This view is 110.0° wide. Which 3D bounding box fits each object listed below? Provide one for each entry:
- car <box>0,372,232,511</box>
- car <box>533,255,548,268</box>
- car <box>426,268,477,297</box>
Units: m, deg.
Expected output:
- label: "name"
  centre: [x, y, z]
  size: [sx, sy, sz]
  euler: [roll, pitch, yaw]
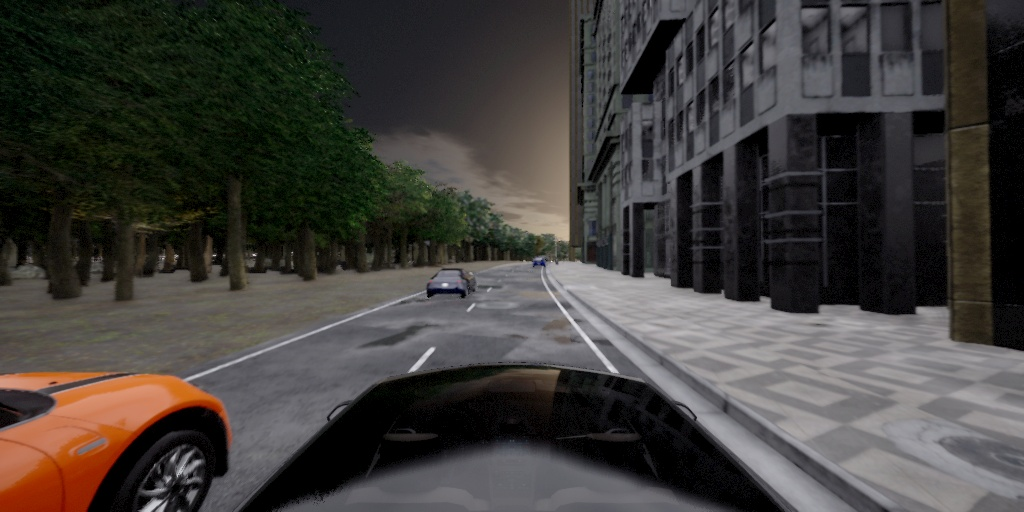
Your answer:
- label: "car"
  centre: [-3.372, 1.097, 1.088]
  size: [2.097, 1.767, 4.553]
  euler: [0, 0, 0]
- label: "car"
  centre: [4.169, 0.961, 54.784]
  size: [1.882, 1.535, 5.008]
  euler: [0, 1, 6]
- label: "car"
  centre: [-3.050, 1.315, 18.705]
  size: [1.994, 1.385, 4.181]
  euler: [0, 0, 2]
